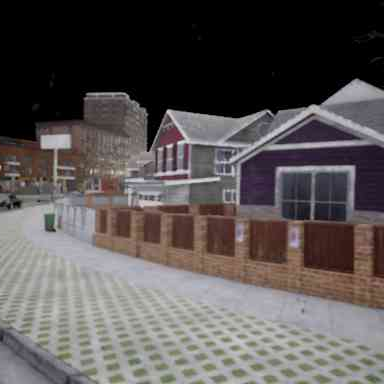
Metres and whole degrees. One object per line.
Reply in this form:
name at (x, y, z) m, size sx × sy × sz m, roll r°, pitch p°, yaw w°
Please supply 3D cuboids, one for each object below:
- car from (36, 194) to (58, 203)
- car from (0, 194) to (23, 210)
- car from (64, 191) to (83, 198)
car at (-22.504, 0.941, 51.984) m, size 1.994 × 1.385 × 4.181 m, roll 2°, pitch 2°, yaw 3°
car at (-21.444, 1.029, 38.717) m, size 2.097 × 1.767 × 4.553 m, roll 2°, pitch 1°, yaw -9°
car at (-21.821, 0.586, 61.687) m, size 2.128 × 1.511 × 4.902 m, roll 2°, pitch 2°, yaw 9°
